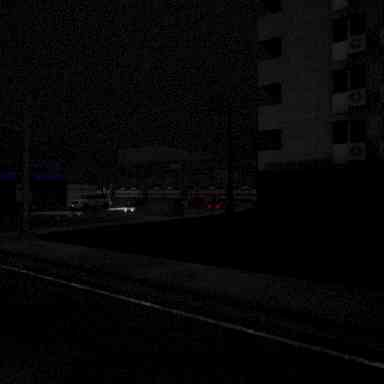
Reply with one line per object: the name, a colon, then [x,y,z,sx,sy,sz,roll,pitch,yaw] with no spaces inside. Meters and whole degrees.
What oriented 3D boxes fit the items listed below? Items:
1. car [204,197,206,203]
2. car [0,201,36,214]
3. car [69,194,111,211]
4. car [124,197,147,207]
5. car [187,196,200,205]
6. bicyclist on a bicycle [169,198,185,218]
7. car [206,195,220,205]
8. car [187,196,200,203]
car: [3.835,1.352,67.370,2.097,1.767,4.553,0,0,-8]
car: [-17.969,1.601,32.505,1.895,1.301,4.718,0,0,35]
car: [-12.386,1.221,40.759,2.150,2.045,5.566,0,0,29]
car: [-8.442,1.492,50.036,2.128,1.511,4.902,0,0,15]
car: [0.352,1.564,59.102,1.994,1.385,4.181,0,0,4]
bicyclist on a bicycle: [-1.250,1.301,27.342,1.656,1.620,0.582,0,0,36]
car: [3.825,1.526,58.512,1.812,1.442,4.674,0,0,4]
car: [0.293,1.564,67.513,1.994,1.385,4.181,0,0,-8]
